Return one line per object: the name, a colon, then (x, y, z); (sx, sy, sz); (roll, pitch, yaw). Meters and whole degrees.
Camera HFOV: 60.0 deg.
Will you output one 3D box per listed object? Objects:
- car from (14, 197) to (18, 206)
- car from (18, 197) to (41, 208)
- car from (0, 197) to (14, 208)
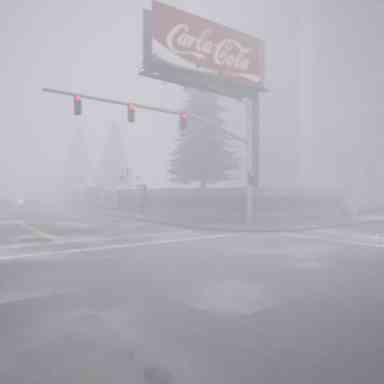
car: (-28.615, 1.522, 55.485); (1.812, 1.442, 4.674); (0, 0, -36)
car: (-23.125, 1.488, 48.033); (2.128, 1.511, 4.902); (0, 0, -36)
car: (-27.850, 1.474, 48.598); (1.882, 1.535, 5.008); (0, 0, -36)
